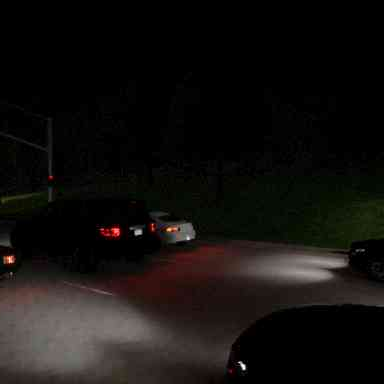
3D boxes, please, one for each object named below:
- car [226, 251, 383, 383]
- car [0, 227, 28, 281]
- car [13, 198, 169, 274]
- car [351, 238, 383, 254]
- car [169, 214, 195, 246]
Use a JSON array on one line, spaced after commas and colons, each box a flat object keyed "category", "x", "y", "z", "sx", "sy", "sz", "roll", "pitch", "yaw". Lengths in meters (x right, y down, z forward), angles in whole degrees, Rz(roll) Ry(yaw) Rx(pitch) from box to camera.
[{"category": "car", "x": 2.544, "y": 1.492, "z": 2.181, "sx": 4.902, "sy": 1.511, "sz": 2.128, "roll": 0, "pitch": 0, "yaw": 35}, {"category": "car", "x": -6.433, "y": 1.600, "z": 8.532, "sx": 4.718, "sy": 1.301, "sz": 1.895, "roll": 0, "pitch": 0, "yaw": 36}, {"category": "car", "x": -3.668, "y": 1.220, "z": 10.853, "sx": 5.566, "sy": 2.045, "sz": 2.150, "roll": 0, "pitch": 0, "yaw": 36}, {"category": "car", "x": 6.371, "y": 1.526, "z": 8.027, "sx": 4.674, "sy": 1.442, "sz": 1.812, "roll": 0, "pitch": 0, "yaw": 35}, {"category": "car", "x": -2.022, "y": 1.525, "z": 13.983, "sx": 4.674, "sy": 1.442, "sz": 1.812, "roll": 0, "pitch": 0, "yaw": 36}]
